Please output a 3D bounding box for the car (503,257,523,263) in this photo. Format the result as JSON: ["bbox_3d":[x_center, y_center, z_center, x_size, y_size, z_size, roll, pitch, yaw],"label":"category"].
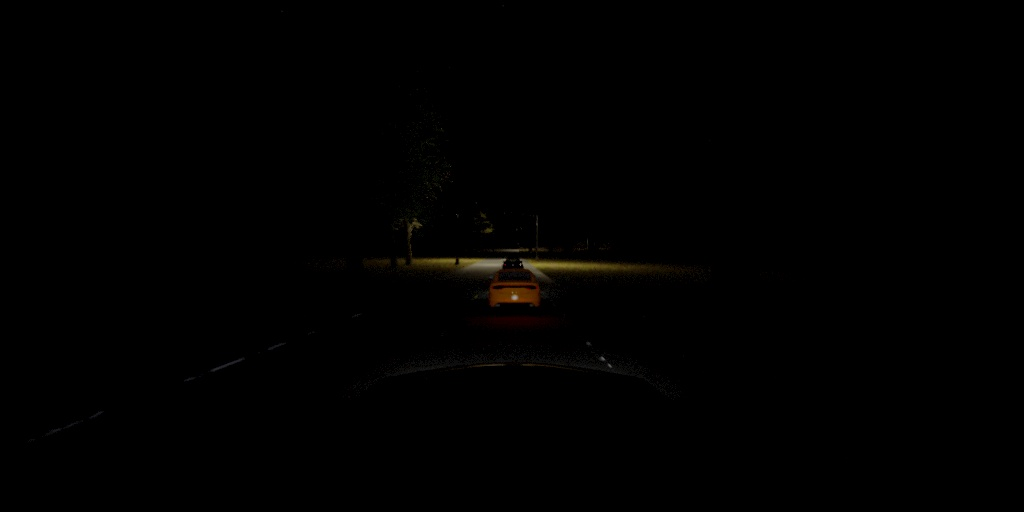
[{"bbox_3d":[0.090,0.930,38.460,2.097,1.767,4.553,0,0,0],"label":"car"}]

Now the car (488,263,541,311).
[{"bbox_3d":[0.095,1.239,14.568,1.882,1.535,5.008,0,0,0],"label":"car"}]
